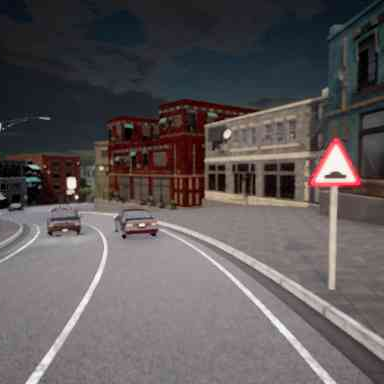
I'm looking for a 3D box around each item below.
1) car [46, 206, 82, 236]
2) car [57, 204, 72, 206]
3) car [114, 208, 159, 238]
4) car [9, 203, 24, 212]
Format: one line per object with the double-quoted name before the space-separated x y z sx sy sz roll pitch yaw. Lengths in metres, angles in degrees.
"car" -7.900 1.789 20.564 2.033 1.411 5.357 -2 -1 -22
"car" -15.418 2.142 40.012 1.895 1.301 4.718 -4 1 -37
"car" -3.252 1.630 18.619 2.033 1.411 5.357 -2 1 -19
"car" -30.320 2.634 57.457 1.882 1.535 5.008 -2 0 -21
